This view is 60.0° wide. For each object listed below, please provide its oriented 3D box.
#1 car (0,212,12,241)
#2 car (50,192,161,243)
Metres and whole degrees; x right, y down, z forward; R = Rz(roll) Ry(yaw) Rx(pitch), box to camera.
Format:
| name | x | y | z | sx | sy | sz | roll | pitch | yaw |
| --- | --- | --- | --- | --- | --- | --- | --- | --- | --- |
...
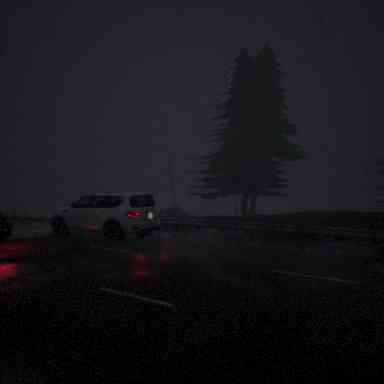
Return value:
| name | x | y | z | sx | sy | sz | roll | pitch | yaw |
| --- | --- | --- | --- | --- | --- | --- | --- | --- | --- |
| car | -9.932 | 1.395 | 14.548 | 4.892 | 1.490 | 1.837 | 0 | 0 | 29 |
| car | -4.034 | 1.040 | 15.247 | 5.566 | 2.045 | 2.150 | 0 | 1 | 31 |
